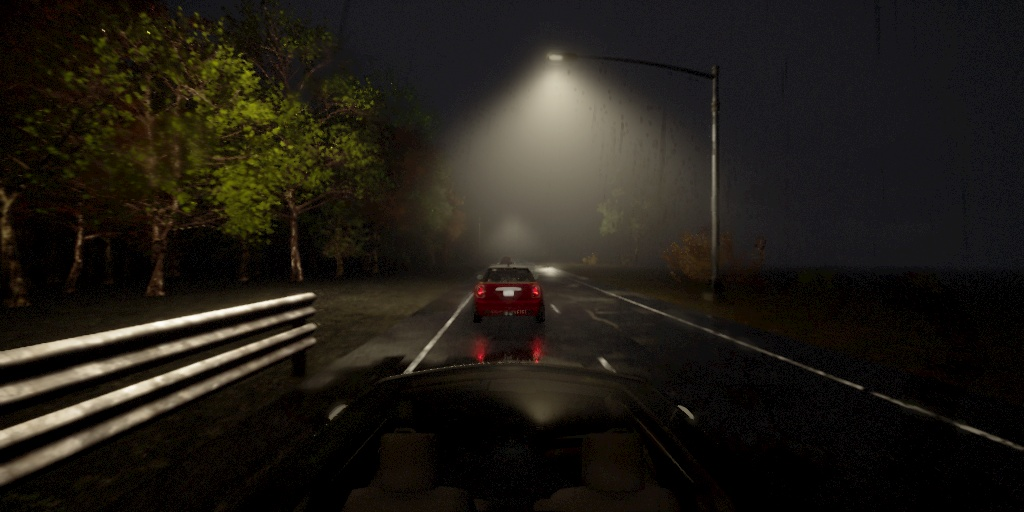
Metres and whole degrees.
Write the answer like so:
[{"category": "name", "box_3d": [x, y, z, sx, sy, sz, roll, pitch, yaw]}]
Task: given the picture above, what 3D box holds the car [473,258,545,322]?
[{"category": "car", "box_3d": [-0.123, 1.064, 12.268, 2.097, 1.767, 4.553, 0, 0, -1]}]
